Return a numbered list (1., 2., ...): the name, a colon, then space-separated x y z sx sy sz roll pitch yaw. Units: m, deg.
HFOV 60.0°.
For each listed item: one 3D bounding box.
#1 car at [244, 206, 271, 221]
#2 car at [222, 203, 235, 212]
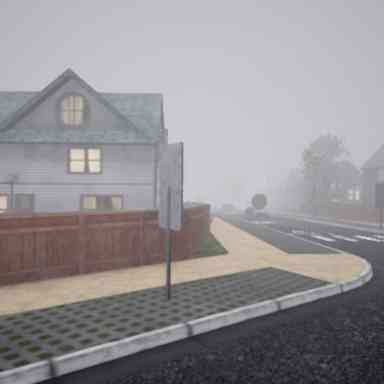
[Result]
1. car: 6.658 2.142 34.287 2.033 1.411 5.357 0 -1 -1
2. car: 6.195 2.650 56.650 1.837 1.490 4.892 0 -2 -1
